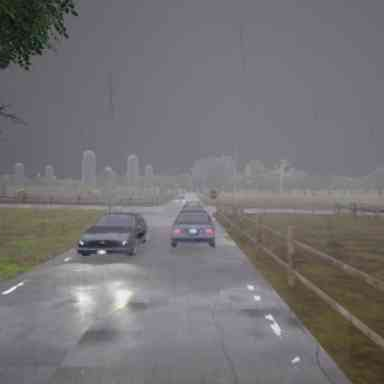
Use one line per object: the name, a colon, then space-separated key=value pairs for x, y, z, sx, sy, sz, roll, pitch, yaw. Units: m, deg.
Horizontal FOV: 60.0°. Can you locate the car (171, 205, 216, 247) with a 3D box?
car: x=0.087 y=1.510 z=14.912 sx=2.033 sy=1.411 sz=5.357 roll=0 pitch=0 yaw=1

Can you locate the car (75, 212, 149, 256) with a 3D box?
car: x=-2.850 y=1.516 z=13.180 sx=2.033 sy=1.411 sz=5.357 roll=0 pitch=0 yaw=0

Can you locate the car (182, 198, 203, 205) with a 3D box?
car: x=0.085 y=1.489 z=27.237 sx=1.994 sy=1.385 sz=4.181 roll=0 pitch=0 yaw=0

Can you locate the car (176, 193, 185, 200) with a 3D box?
car: x=-2.763 y=1.060 z=81.748 sx=2.097 sy=1.767 sz=4.553 roll=0 pitch=0 yaw=0
